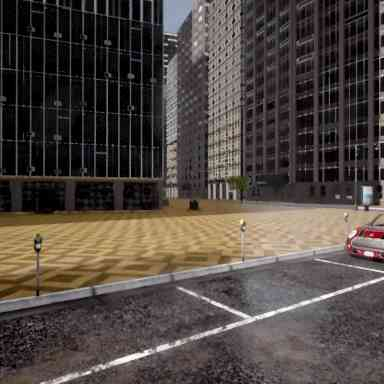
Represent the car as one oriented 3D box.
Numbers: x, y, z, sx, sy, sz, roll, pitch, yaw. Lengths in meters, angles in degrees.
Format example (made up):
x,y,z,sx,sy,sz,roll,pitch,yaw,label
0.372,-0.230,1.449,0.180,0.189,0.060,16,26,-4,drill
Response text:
x,y,z,sx,sy,sz,roll,pitch,yaw,label
7.237,1.438,11.716,4.097,1.590,1.967,0,0,-35,car
